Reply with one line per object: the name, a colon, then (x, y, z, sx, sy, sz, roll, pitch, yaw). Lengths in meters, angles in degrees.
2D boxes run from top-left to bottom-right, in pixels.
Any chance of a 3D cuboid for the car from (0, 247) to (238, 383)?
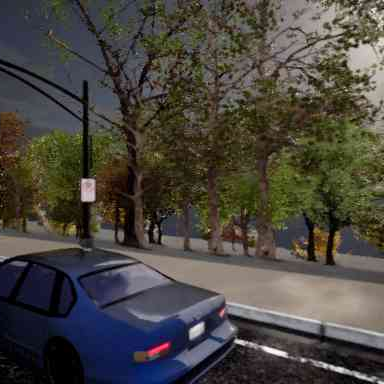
car: (-1.999, 1.606, 5.115, 5.357, 1.411, 2.033, -1, -1, 35)
